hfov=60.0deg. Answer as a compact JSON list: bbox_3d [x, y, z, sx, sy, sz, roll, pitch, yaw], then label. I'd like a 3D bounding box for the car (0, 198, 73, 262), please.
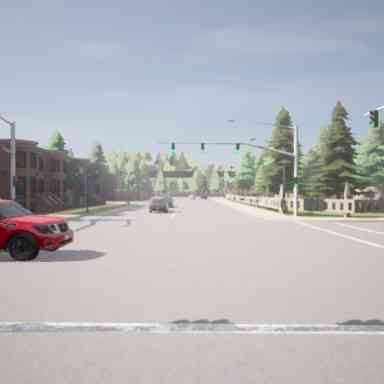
[{"bbox_3d":[-7.166,1.231,11.739,5.566,2.045,2.150,0,0,1],"label":"car"}]

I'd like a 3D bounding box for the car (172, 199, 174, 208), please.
[{"bbox_3d":[-3.600,1.494,47.289,1.837,1.490,4.892,0,0,0],"label":"car"}]

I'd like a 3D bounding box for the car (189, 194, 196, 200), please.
[{"bbox_3d":[-0.066,1.425,94.760,1.812,1.442,4.674,0,0,0],"label":"car"}]

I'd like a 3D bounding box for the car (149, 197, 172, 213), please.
[{"bbox_3d":[-3.621,1.497,36.921,1.837,1.490,4.892,0,0,0],"label":"car"}]

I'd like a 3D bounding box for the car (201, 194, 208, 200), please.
[{"bbox_3d":[3.434,1.401,94.762,1.837,1.490,4.892,0,0,0],"label":"car"}]
